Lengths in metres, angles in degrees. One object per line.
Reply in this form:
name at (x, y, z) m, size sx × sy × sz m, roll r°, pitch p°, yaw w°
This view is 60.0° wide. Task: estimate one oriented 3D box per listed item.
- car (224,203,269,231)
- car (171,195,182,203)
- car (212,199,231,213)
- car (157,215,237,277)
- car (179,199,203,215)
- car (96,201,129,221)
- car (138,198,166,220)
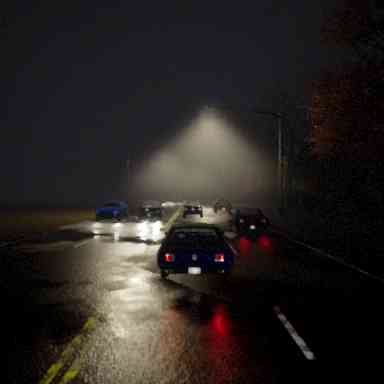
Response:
car at (3.349, 1.634, 20.623) m, size 1.895 × 1.301 × 4.718 m, roll -1°, pitch 0°, yaw 0°
car at (-3.256, 1.420, 69.408) m, size 2.097 × 1.767 × 4.553 m, roll 0°, pitch 0°, yaw 0°
car at (3.372, 1.524, 37.693) m, size 1.837 × 1.490 × 4.892 m, roll 1°, pitch 0°, yaw 0°
car at (0.074, 1.622, 10.299) m, size 1.895 × 1.301 × 4.718 m, roll 0°, pitch 0°, yaw 0°
car at (0.096, 1.602, 32.275) m, size 2.033 × 1.411 × 5.357 m, roll 0°, pitch 0°, yaw 0°
car at (-6.602, 1.527, 27.944) m, size 1.882 × 1.535 × 5.008 m, roll 0°, pitch 0°, yaw 0°
car at (-3.352, 1.541, 28.298) m, size 2.128 × 1.511 × 4.902 m, roll 0°, pitch 0°, yaw 0°
